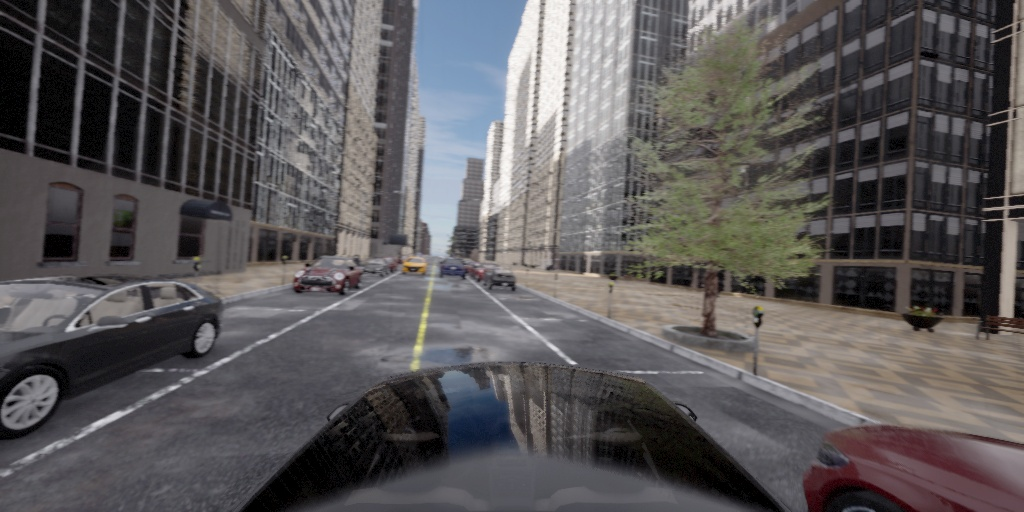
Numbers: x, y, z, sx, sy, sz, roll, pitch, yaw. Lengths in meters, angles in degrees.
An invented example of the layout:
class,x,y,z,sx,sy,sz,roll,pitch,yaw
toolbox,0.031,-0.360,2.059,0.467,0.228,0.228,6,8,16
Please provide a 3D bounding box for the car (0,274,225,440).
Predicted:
class,x,y,z,sx,sy,sz,roll,pitch,yaw
car,-5.595,0.927,4.497,2.007,1.370,4.403,0,0,-12

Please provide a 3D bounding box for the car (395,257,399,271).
class,x,y,z,sx,sy,sz,roll,pitch,yaw
car,-11.408,0.703,32.341,1.888,1.381,4.507,0,0,-12

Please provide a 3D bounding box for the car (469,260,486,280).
class,x,y,z,sx,sy,sz,roll,pitch,yaw
car,-2.058,1.226,28.463,1.967,1.591,4.097,0,0,-12

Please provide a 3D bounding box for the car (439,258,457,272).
class,x,y,z,sx,sy,sz,roll,pitch,yaw
car,-7.716,1.053,43.052,1.994,1.385,4.181,4,0,-11

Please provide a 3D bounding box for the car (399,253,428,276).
class,x,y,z,sx,sy,sz,roll,pitch,yaw
car,-8.528,0.830,31.666,1.882,1.535,5.008,4,-1,-11

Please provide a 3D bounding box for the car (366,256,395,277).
class,x,y,z,sx,sy,sz,roll,pitch,yaw
car,-10.246,0.752,26.772,2.007,1.370,4.403,0,0,-12

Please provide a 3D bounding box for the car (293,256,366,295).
class,x,y,z,sx,sy,sz,roll,pitch,yaw
car,-7.920,0.728,15.635,1.967,1.591,4.097,0,0,-12

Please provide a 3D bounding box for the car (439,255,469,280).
class,x,y,z,sx,sy,sz,roll,pitch,yaw
car,-5.018,0.940,30.220,2.097,1.767,4.553,4,0,-12

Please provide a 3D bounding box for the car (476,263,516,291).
class,x,y,z,sx,sy,sz,roll,pitch,yaw
car,-0.896,1.380,22.895,2.007,1.370,4.403,0,0,-12

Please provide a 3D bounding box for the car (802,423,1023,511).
class,x,y,z,sx,sy,sz,roll,pitch,yaw
car,3.422,1.508,0.808,1.812,1.442,4.674,4,0,-12
